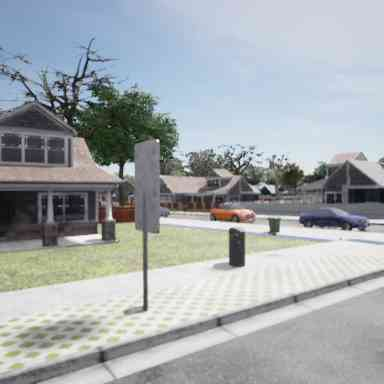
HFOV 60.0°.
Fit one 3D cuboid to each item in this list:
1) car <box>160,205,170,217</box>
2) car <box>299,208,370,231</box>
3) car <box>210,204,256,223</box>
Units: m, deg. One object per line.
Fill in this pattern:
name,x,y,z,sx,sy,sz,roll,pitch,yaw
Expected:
car,-4.669,2.208,41.393,2.097,1.767,4.553,0,-1,-38
car,9.355,1.777,22.218,1.812,1.442,4.674,0,-1,-33
car,3.669,1.861,30.190,2.097,1.767,4.553,0,-1,-36
